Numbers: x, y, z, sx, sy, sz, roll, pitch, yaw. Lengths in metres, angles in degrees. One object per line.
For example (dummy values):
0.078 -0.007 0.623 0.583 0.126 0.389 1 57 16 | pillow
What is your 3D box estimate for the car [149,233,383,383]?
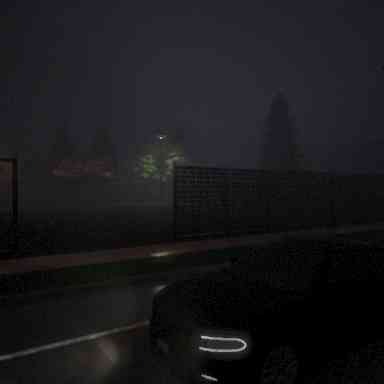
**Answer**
1.767 1.456 5.110 5.008 1.535 1.882 0 0 -33 | car
